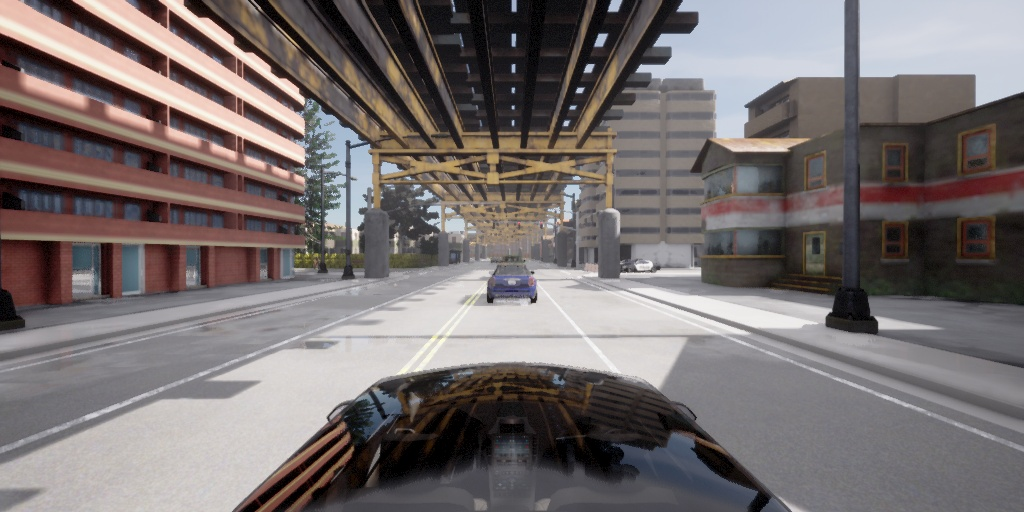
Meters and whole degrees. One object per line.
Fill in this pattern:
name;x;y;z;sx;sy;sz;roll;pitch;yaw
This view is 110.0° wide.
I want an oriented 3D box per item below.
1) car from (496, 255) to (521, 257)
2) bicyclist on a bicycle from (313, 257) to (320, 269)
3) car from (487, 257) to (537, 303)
car;0.000;0.908;31.566;2.150;2.045;5.566;0;0;0
bicyclist on a bicycle;-25.262;0.888;46.380;0.582;1.620;1.656;0;0;0
car;0.000;1.082;16.506;2.097;1.767;4.553;0;0;0
